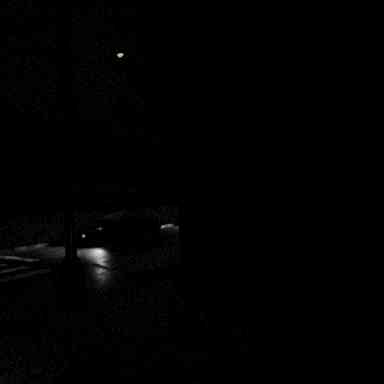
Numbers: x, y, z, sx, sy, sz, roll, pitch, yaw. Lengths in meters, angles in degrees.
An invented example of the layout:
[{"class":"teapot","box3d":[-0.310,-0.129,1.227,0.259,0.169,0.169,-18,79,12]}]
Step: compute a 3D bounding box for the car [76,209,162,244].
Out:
[{"class":"car","box3d":[-3.390,1.576,16.258,1.812,1.442,4.674,-4,-1,34]}]
